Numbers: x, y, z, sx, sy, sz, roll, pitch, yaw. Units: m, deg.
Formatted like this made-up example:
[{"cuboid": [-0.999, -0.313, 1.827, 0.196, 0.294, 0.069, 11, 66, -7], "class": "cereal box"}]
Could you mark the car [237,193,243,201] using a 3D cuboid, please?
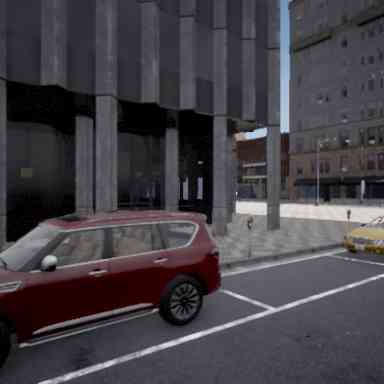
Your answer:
[{"cuboid": [6.729, 0.797, 57.277, 1.812, 1.442, 4.674, 0, 1, -35], "class": "car"}]

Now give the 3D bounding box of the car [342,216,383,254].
[{"cuboid": [7.266, 1.405, 11.920, 4.829, 1.417, 1.752, -1, 1, -35], "class": "car"}]

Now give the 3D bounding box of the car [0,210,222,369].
[{"cuboid": [-1.761, 1.300, 5.494, 5.009, 1.841, 2.192, -1, 1, -35], "class": "car"}]
